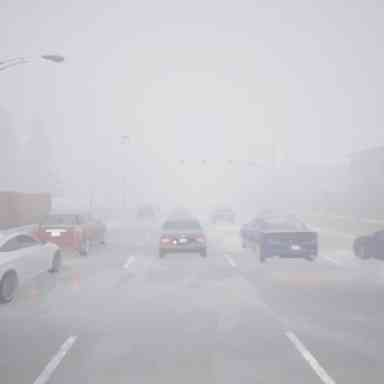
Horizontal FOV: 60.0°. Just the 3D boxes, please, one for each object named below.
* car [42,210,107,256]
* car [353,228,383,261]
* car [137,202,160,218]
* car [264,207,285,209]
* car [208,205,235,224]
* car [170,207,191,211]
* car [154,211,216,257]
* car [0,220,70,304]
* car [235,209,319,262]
[{"bbox_3d":[-5.079,1.586,14.321,2.097,1.767,4.553,0,-1,-2],"label":"car"},{"bbox_3d":[6.756,1.610,10.010,1.812,1.442,4.674,0,-1,-2],"label":"car"},{"bbox_3d":[-4.875,2.037,36.467,1.837,1.490,4.892,0,-1,-2],"label":"car"},{"bbox_3d":[6.153,1.838,24.903,2.033,1.411,5.357,0,-1,-2],"label":"car"},{"bbox_3d":[2.507,1.859,28.424,2.128,1.511,4.902,0,-1,-2],"label":"car"},{"bbox_3d":[-1.029,1.970,29.265,1.994,1.385,4.181,0,-1,-2],"label":"car"},{"bbox_3d":[-0.406,1.739,13.840,2.033,1.411,5.357,0,-1,-2],"label":"car"},{"bbox_3d":[-4.835,1.678,8.354,1.812,1.442,4.674,0,-1,-2],"label":"car"},{"bbox_3d":[3.139,1.629,12.872,1.882,1.535,5.008,0,-1,-2],"label":"car"}]
